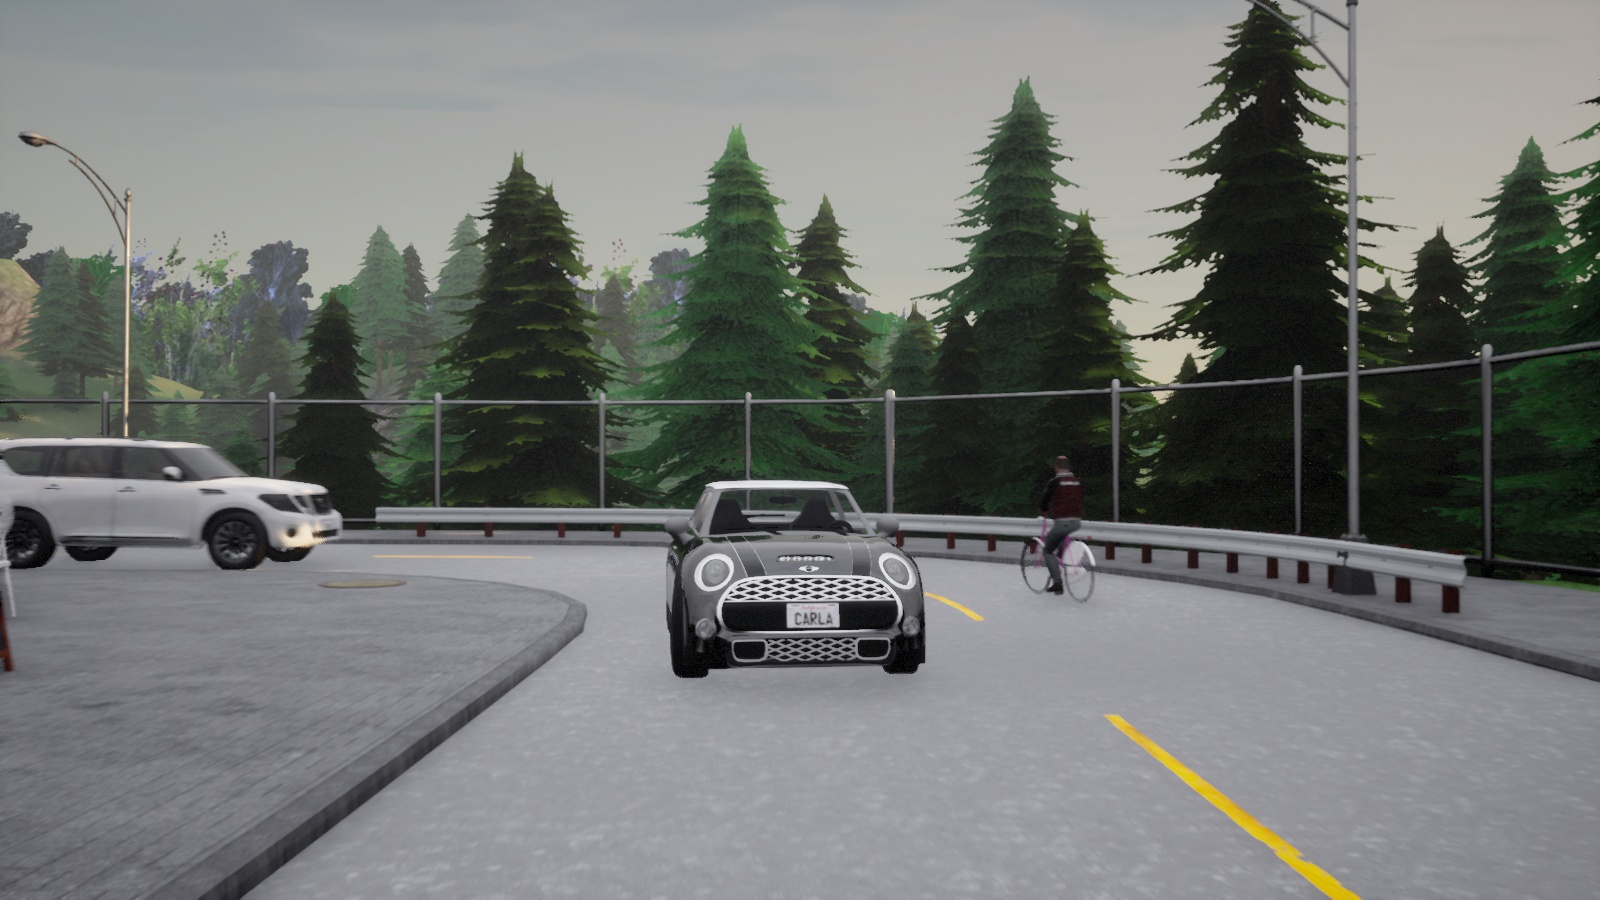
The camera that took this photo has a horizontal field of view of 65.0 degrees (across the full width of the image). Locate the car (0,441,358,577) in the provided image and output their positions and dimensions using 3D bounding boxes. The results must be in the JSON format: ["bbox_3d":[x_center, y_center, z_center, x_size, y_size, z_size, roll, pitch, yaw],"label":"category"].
[{"bbox_3d":[-10.271,0.913,20.199,5.566,2.045,2.150,0,-1,0],"label":"car"}]

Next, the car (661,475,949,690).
[{"bbox_3d":[-0.160,0.961,10.766,1.970,1.475,3.806,0,-1,-8],"label":"car"}]

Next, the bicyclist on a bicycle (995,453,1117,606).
[{"bbox_3d":[3.138,0.936,15.588,0.659,1.776,1.843,-1,0,-16],"label":"bicyclist on a bicycle"}]
